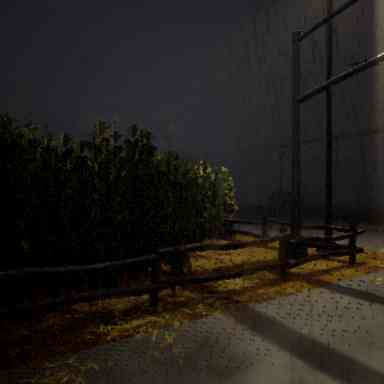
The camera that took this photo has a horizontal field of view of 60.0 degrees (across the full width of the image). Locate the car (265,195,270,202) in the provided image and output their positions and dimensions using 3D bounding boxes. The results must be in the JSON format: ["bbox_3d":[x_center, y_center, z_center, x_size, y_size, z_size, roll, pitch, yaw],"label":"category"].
[{"bbox_3d":[20.361,1.738,87.522,1.905,1.878,3.866,6,3,11],"label":"car"}]
